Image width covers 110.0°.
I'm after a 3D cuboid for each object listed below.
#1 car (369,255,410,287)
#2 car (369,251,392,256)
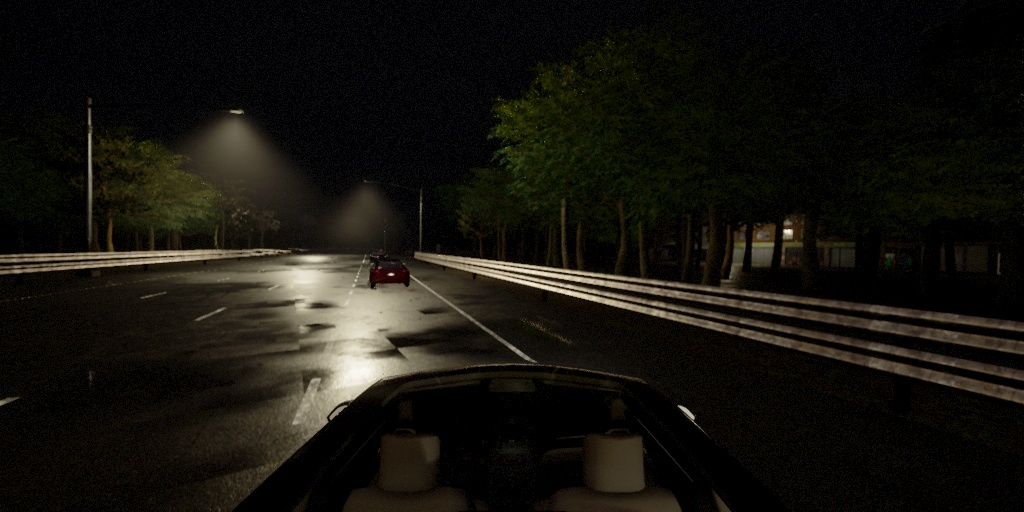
[{"bbox_3d":[-6.838,0.861,19.901,1.994,1.385,4.181,1,1,-22],"label":"car"},{"bbox_3d":[-15.302,0.244,41.185,2.128,1.511,4.902,1,1,-22],"label":"car"}]
